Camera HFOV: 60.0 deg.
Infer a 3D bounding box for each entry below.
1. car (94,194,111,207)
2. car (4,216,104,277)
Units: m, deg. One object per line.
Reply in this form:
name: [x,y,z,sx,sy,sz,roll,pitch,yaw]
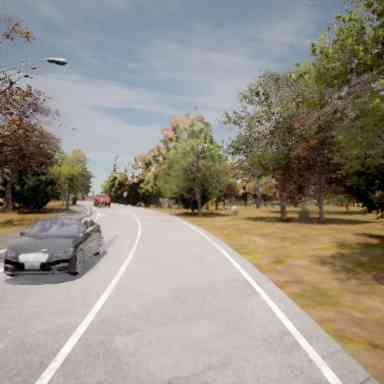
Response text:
car: [-14.199,1.309,52.772,2.150,2.045,5.566,2,0,-22]
car: [-4.065,1.535,10.518,2.128,1.511,4.902,0,0,-4]
